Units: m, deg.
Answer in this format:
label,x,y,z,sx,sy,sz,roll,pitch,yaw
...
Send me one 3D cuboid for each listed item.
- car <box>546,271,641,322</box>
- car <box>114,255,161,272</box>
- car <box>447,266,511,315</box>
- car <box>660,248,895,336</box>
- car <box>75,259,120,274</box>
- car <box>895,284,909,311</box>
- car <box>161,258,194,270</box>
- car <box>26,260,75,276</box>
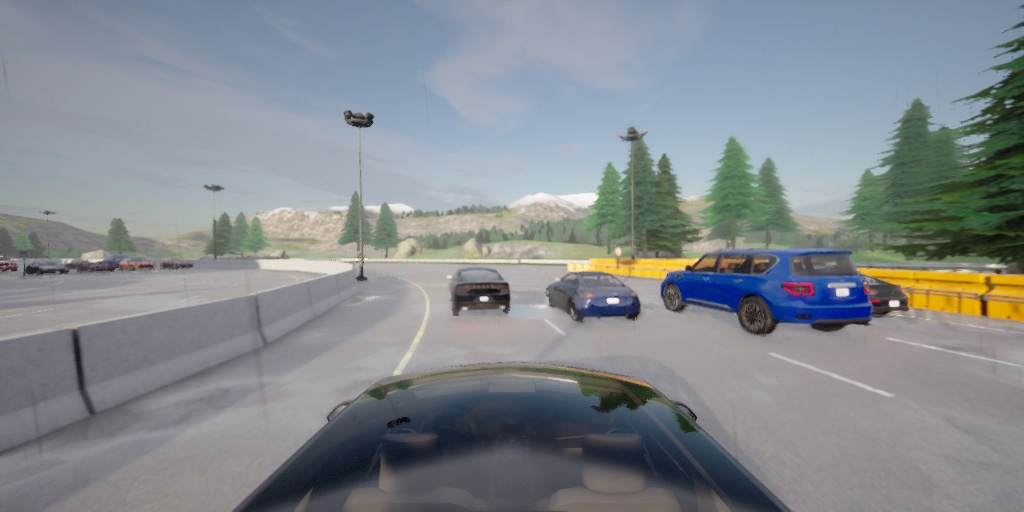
label,x,y,z,sx,sy,sz,roll,pitch,yaw
car,2.469,1.182,11.840,1.994,1.385,4.181,-1,1,-9
car,-46.247,0.976,44.285,4.553,1.767,2.097,0,1,24
car,-1.331,1.119,13.232,1.882,1.535,5.008,0,1,-12
car,6.470,0.817,10.074,2.150,2.045,5.566,-1,1,-8
car,-47.613,1.290,41.072,4.718,1.301,1.895,0,1,24
car,9.713,1.067,11.712,1.812,1.442,4.674,-1,1,-9
car,-44.079,1.033,47.161,5.008,1.535,1.882,0,1,24
car,-49.160,1.303,37.922,5.357,1.411,2.033,0,1,24
